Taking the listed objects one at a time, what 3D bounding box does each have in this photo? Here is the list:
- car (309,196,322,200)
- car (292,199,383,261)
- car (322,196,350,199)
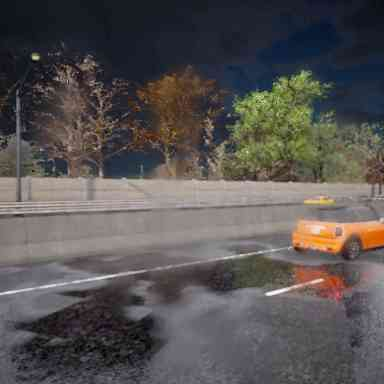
[{"bbox_3d":[15.701,1.294,40.987,5.008,1.535,1.882,0,0,-35],"label":"car"},{"bbox_3d":[5.790,1.285,12.181,4.553,1.767,2.097,0,0,-35],"label":"car"},{"bbox_3d":[17.130,1.383,37.711,4.181,1.385,1.994,0,0,-35],"label":"car"}]
